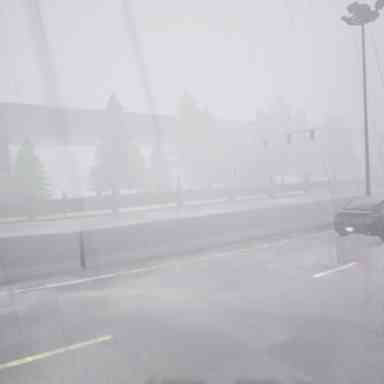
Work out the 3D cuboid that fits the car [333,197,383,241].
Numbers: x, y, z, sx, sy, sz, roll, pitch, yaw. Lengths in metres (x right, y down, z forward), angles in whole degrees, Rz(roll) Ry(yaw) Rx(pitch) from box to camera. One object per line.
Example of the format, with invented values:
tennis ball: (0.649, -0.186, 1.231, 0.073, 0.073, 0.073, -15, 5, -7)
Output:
car: (7.752, 0.967, 13.651, 4.892, 1.490, 1.837, -4, 3, -36)
